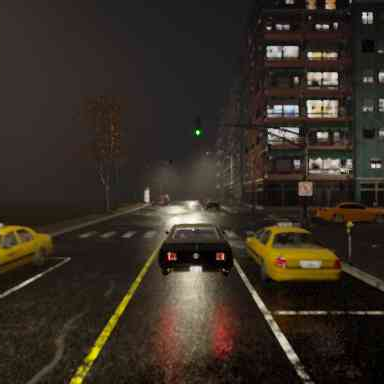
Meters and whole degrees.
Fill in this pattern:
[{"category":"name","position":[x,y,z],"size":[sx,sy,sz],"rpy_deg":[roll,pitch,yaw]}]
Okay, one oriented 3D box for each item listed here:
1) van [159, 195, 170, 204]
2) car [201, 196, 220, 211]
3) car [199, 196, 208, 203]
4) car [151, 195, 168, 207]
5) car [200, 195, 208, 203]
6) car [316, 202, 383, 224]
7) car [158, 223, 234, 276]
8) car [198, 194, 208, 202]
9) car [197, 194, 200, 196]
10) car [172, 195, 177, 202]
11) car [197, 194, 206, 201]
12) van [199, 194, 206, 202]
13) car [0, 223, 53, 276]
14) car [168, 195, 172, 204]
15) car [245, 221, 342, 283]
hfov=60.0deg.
[{"category":"van","position":[-5.294,1.410,64.024],"size":[1.690,1.788,3.998],"rpy_deg":[1,0,0]},{"category":"car","position":[2.580,1.596,41.869],"size":[2.008,1.369,4.403],"rpy_deg":[1,0,0]},{"category":"car","position":[2.585,1.649,75.835],"size":[1.947,1.339,4.313],"rpy_deg":[1,0,0]},{"category":"car","position":[-5.297,1.497,52.716],"size":[1.967,1.590,4.097],"rpy_deg":[1,0,0]},{"category":"car","position":[2.582,1.639,53.191],"size":[1.802,1.307,4.206],"rpy_deg":[1,0,0]},{"category":"car","position":[11.874,1.531,24.788],"size":[5.008,1.535,1.882],"rpy_deg":[0,-1,-1]},{"category":"car","position":[0.103,1.612,10.392],"size":[1.895,1.301,4.718],"rpy_deg":[0,0,0]},{"category":"car","position":[2.584,1.636,64.513],"size":[1.947,1.339,4.313],"rpy_deg":[1,0,0]},{"category":"car","position":[2.587,1.391,70.175],"size":[2.192,1.841,5.009],"rpy_deg":[1,0,0]},{"category":"car","position":[-5.294,1.671,80.986],"size":[1.802,1.307,4.206],"rpy_deg":[1,0,0]},{"category":"car","position":[2.591,1.417,92.819],"size":[2.192,1.841,5.009],"rpy_deg":[1,0,0]},{"category":"van","position":[2.589,1.430,81.497],"size":[1.690,1.788,3.998],"rpy_deg":[1,0,0]},{"category":"car","position":[-5.305,1.534,8.759],"size":[1.752,1.417,4.829],"rpy_deg":[1,0,0]},{"category":"car","position":[-5.295,1.378,58.370],"size":[2.192,1.841,5.009],"rpy_deg":[1,0,0]},{"category":"car","position":[2.576,1.535,9.525],"size":[1.752,1.417,4.829],"rpy_deg":[1,0,0]}]
